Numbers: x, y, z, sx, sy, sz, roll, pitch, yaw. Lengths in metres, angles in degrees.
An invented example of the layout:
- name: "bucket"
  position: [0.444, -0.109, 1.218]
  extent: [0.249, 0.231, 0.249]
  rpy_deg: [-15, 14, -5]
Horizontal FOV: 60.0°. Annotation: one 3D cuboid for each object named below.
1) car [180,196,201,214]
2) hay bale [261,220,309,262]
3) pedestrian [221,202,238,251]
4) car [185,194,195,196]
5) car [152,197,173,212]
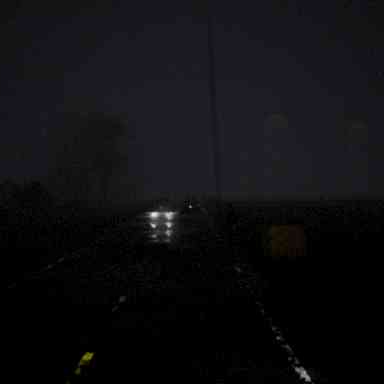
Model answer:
- name: "car"
  position: [-0.150, 1.380, 33.447]
  extent: [1.994, 1.385, 4.181]
  rpy_deg: [0, 0, 0]
- name: "hay bale"
  position: [3.055, 1.591, 11.115]
  extent: [1.220, 1.180, 1.240]
  rpy_deg: [1, 1, 0]
- name: "pedestrian"
  position: [1.369, 1.224, 12.124]
  extent: [0.375, 1.860, 0.375]
  rpy_deg: [-1, 1, -3]
- name: "car"
  position: [-0.240, 1.112, 45.512]
  extent: [2.097, 1.767, 4.553]
  rpy_deg: [0, 0, 0]
- name: "car"
  position: [-3.101, 1.312, 35.554]
  extent: [1.837, 1.490, 4.892]
  rpy_deg: [0, 0, 0]
